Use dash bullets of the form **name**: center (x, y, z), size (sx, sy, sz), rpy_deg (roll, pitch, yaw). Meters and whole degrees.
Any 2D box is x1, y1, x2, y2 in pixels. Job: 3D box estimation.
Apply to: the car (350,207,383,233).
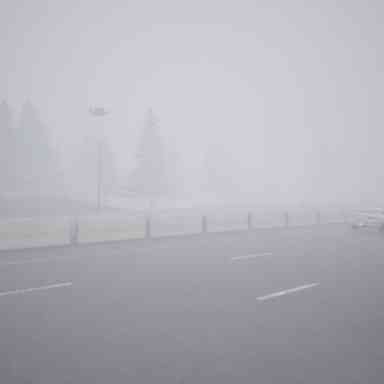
- **car**: center (11.666, 1.677, 20.678), size (4.674, 1.442, 1.812), rpy_deg (1, -1, -36)
